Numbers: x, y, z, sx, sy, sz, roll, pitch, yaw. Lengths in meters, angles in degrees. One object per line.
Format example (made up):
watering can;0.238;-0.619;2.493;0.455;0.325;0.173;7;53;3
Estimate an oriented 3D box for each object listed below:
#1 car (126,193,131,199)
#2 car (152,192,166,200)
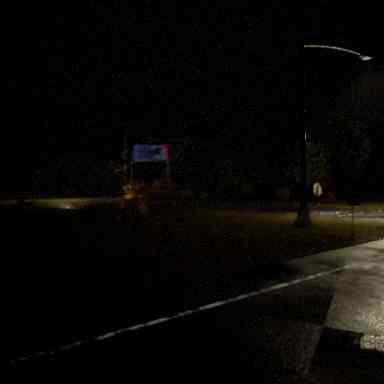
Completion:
car;-11.183;0.745;64.799;1.882;1.535;5.008;-1;1;-34
car;-6.344;0.762;57.726;1.882;1.535;5.008;-1;1;-34
